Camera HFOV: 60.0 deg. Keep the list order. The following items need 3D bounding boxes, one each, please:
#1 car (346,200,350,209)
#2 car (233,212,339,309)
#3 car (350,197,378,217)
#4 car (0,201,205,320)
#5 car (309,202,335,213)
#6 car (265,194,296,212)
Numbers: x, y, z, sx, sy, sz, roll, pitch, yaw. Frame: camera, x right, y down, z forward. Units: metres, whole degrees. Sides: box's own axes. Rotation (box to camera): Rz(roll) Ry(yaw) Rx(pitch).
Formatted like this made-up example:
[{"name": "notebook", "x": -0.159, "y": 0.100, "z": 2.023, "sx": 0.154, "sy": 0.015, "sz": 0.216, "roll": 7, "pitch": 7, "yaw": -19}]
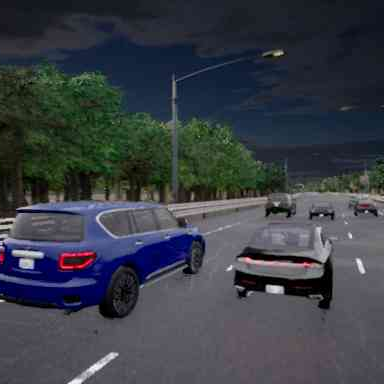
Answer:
[{"name": "car", "x": 20.723, "y": 1.389, "z": 42.012, "sx": 1.837, "sy": 1.490, "sz": 4.892, "roll": 0, "pitch": 1, "yaw": 24}, {"name": "car", "x": 2.392, "y": 1.473, "z": 8.008, "sx": 2.128, "sy": 1.511, "sz": 4.902, "roll": 0, "pitch": 0, "yaw": 23}, {"name": "car", "x": 15.929, "y": 1.415, "z": 30.721, "sx": 1.837, "sy": 1.490, "sz": 4.892, "roll": 0, "pitch": 0, "yaw": 24}, {"name": "car", "x": -1.545, "y": 1.216, "z": 7.711, "sx": 2.150, "sy": 2.045, "sz": 5.566, "roll": 0, "pitch": 0, "yaw": 23}, {"name": "car", "x": 10.991, "y": 1.528, "z": 28.025, "sx": 1.895, "sy": 1.301, "sz": 4.718, "roll": 0, "pitch": 0, "yaw": 23}, {"name": "car", "x": 8.096, "y": 1.156, "z": 30.152, "sx": 2.150, "sy": 2.045, "sz": 5.566, "roll": 0, "pitch": 0, "yaw": 23}]
